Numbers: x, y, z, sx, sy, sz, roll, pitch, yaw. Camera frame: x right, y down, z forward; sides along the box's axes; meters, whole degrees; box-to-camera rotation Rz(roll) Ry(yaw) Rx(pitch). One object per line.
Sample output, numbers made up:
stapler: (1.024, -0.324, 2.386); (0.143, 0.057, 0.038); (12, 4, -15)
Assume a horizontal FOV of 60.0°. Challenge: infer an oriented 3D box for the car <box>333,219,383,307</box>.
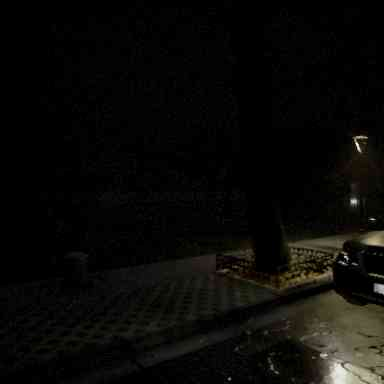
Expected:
car: (5.215, 1.149, 6.783); (5.566, 2.045, 2.150); (0, 0, -36)
